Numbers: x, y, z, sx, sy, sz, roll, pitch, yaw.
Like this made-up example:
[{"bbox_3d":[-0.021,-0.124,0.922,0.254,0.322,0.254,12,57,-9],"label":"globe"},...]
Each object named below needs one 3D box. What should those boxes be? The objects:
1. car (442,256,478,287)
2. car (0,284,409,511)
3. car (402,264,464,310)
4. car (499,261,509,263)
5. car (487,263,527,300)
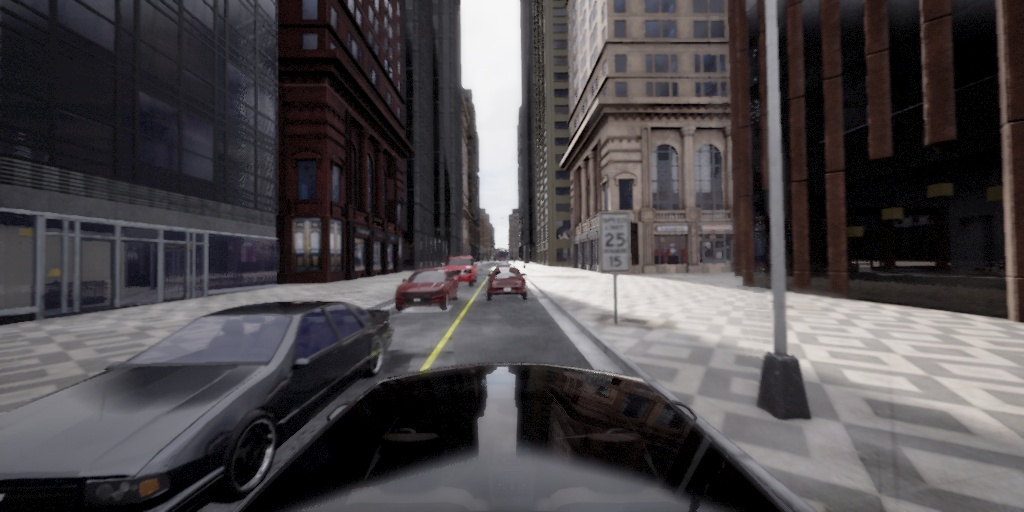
[{"bbox_3d":[-3.662,1.030,25.609,2.150,2.045,5.566,-1,0,-2],"label":"car"},{"bbox_3d":[-3.125,1.339,4.692,2.033,1.411,5.357,-1,0,-1],"label":"car"},{"bbox_3d":[-3.393,1.275,15.100,1.882,1.535,5.008,-1,0,-1],"label":"car"},{"bbox_3d":[-1.014,1.348,46.851,2.033,1.411,5.357,-1,0,-1],"label":"car"},{"bbox_3d":[-0.261,1.284,17.809,1.812,1.442,4.674,-1,0,-1],"label":"car"}]
